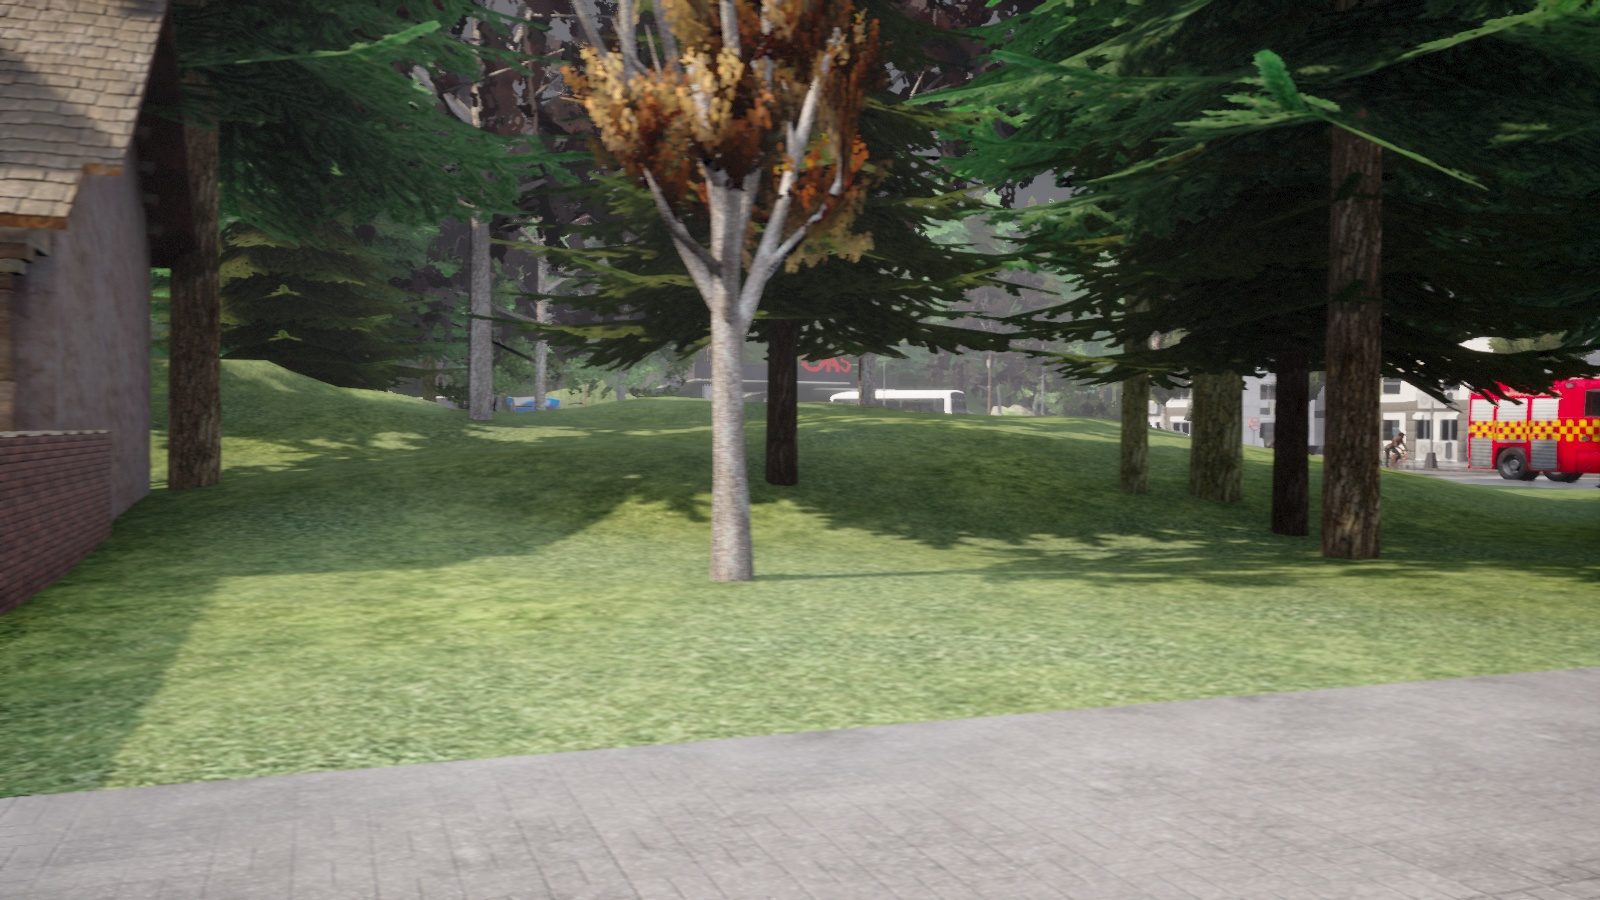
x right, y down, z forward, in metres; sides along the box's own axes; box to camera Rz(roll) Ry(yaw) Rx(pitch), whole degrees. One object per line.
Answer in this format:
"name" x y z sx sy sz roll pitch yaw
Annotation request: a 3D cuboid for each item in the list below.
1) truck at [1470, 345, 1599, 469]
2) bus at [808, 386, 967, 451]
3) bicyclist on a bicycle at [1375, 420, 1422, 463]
"truck" 25.791 -1.352 39.551 2.891 3.827 8.468 -1 1 -21
"bus" 6.027 -2.125 87.201 10.273 4.253 3.944 0 1 30
"bicyclist on a bicycle" 22.740 -0.334 47.718 0.582 1.620 1.656 -1 1 -21
